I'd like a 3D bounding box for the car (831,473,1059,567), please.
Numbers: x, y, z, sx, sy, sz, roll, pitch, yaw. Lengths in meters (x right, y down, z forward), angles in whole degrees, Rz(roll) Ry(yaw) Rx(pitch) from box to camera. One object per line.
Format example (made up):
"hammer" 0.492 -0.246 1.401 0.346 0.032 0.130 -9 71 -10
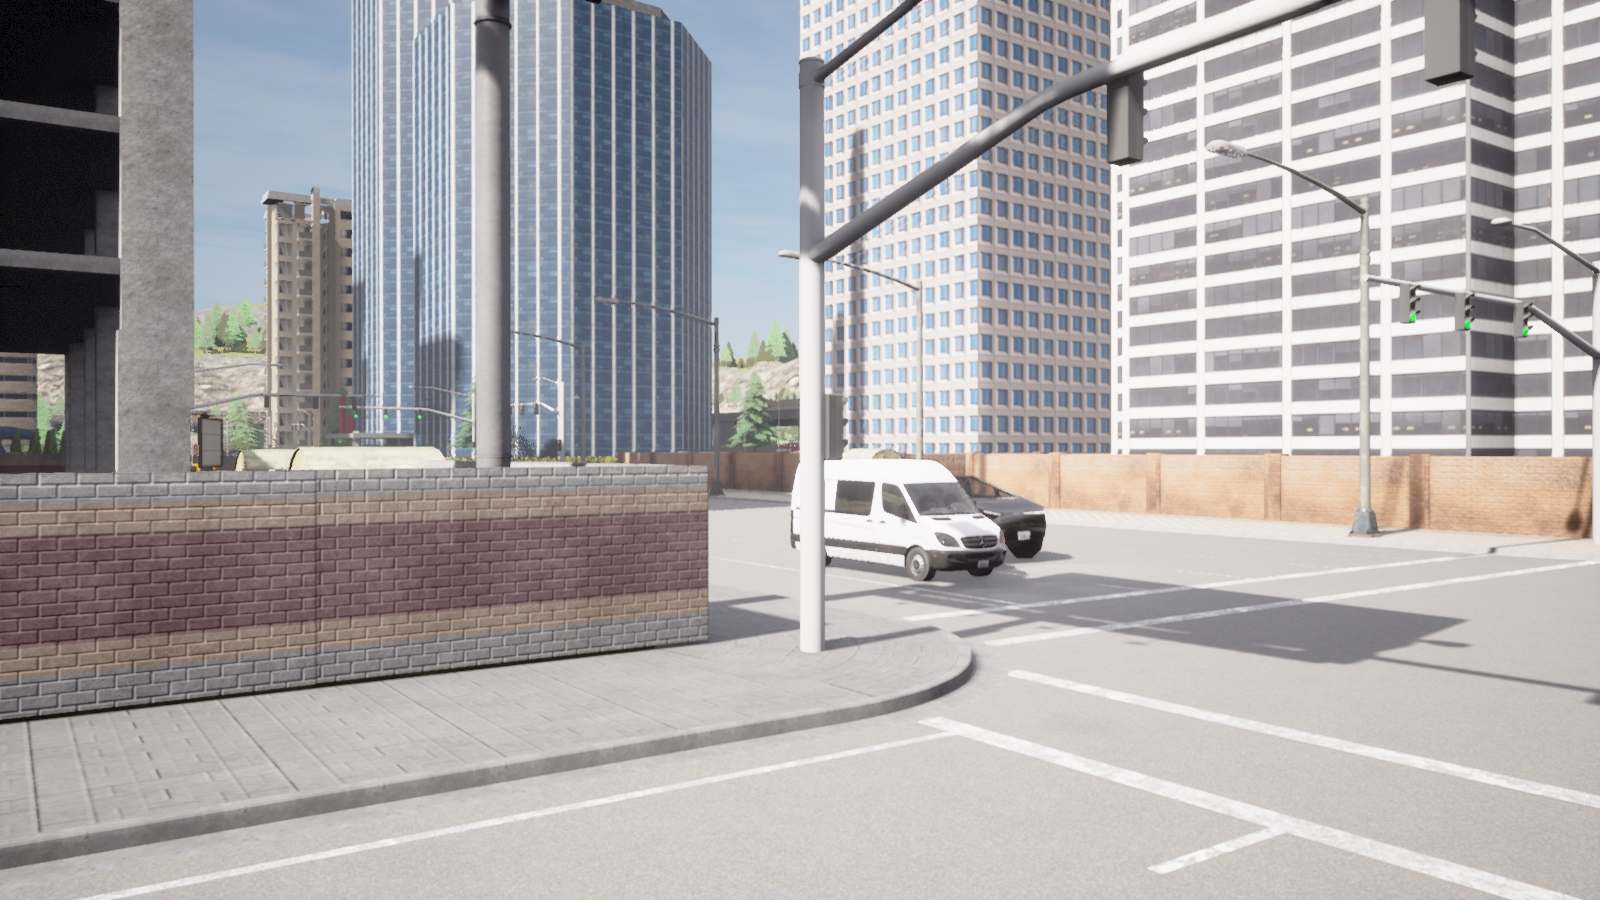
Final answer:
"car" 3.653 1.714 30.192 2.390 2.098 6.274 0 0 -35

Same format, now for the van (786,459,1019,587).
"van" 2.162 1.502 26.214 1.988 2.561 5.915 0 0 -35
